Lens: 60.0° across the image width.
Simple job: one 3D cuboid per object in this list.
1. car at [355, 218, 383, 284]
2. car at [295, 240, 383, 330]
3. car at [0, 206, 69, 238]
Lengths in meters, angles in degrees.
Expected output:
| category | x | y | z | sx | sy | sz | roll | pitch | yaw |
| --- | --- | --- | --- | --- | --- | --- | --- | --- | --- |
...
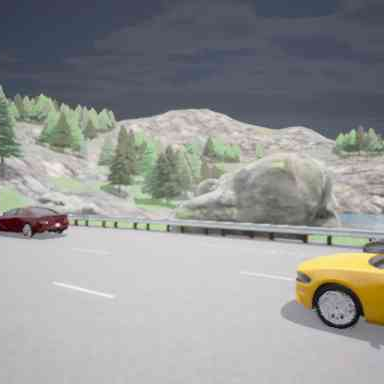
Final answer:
| category | x | y | z | sx | sy | sz | roll | pitch | yaw |
| --- | --- | --- | --- | --- | --- | --- | --- | --- | --- |
| car | 6.558 | 1.503 | 7.786 | 4.674 | 1.442 | 1.812 | 0 | 0 | 36 |
| car | 4.184 | 1.463 | 5.203 | 5.008 | 1.535 | 1.882 | 0 | 0 | 36 |
| car | -8.768 | 1.488 | 17.683 | 5.008 | 1.535 | 1.882 | 0 | 0 | 30 |
